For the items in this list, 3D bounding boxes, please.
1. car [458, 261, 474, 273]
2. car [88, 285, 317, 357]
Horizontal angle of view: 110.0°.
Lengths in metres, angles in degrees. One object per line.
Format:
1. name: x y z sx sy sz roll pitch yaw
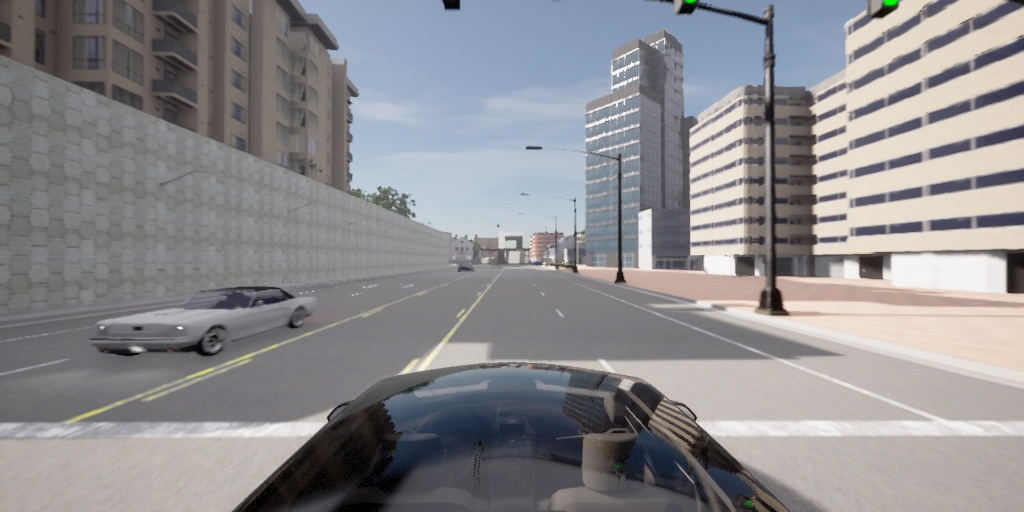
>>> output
1. car: -7.005 1.571 54.689 2.097 1.767 4.553 0 -1 0
2. car: -6.959 1.440 8.866 1.895 1.301 4.718 0 0 0
